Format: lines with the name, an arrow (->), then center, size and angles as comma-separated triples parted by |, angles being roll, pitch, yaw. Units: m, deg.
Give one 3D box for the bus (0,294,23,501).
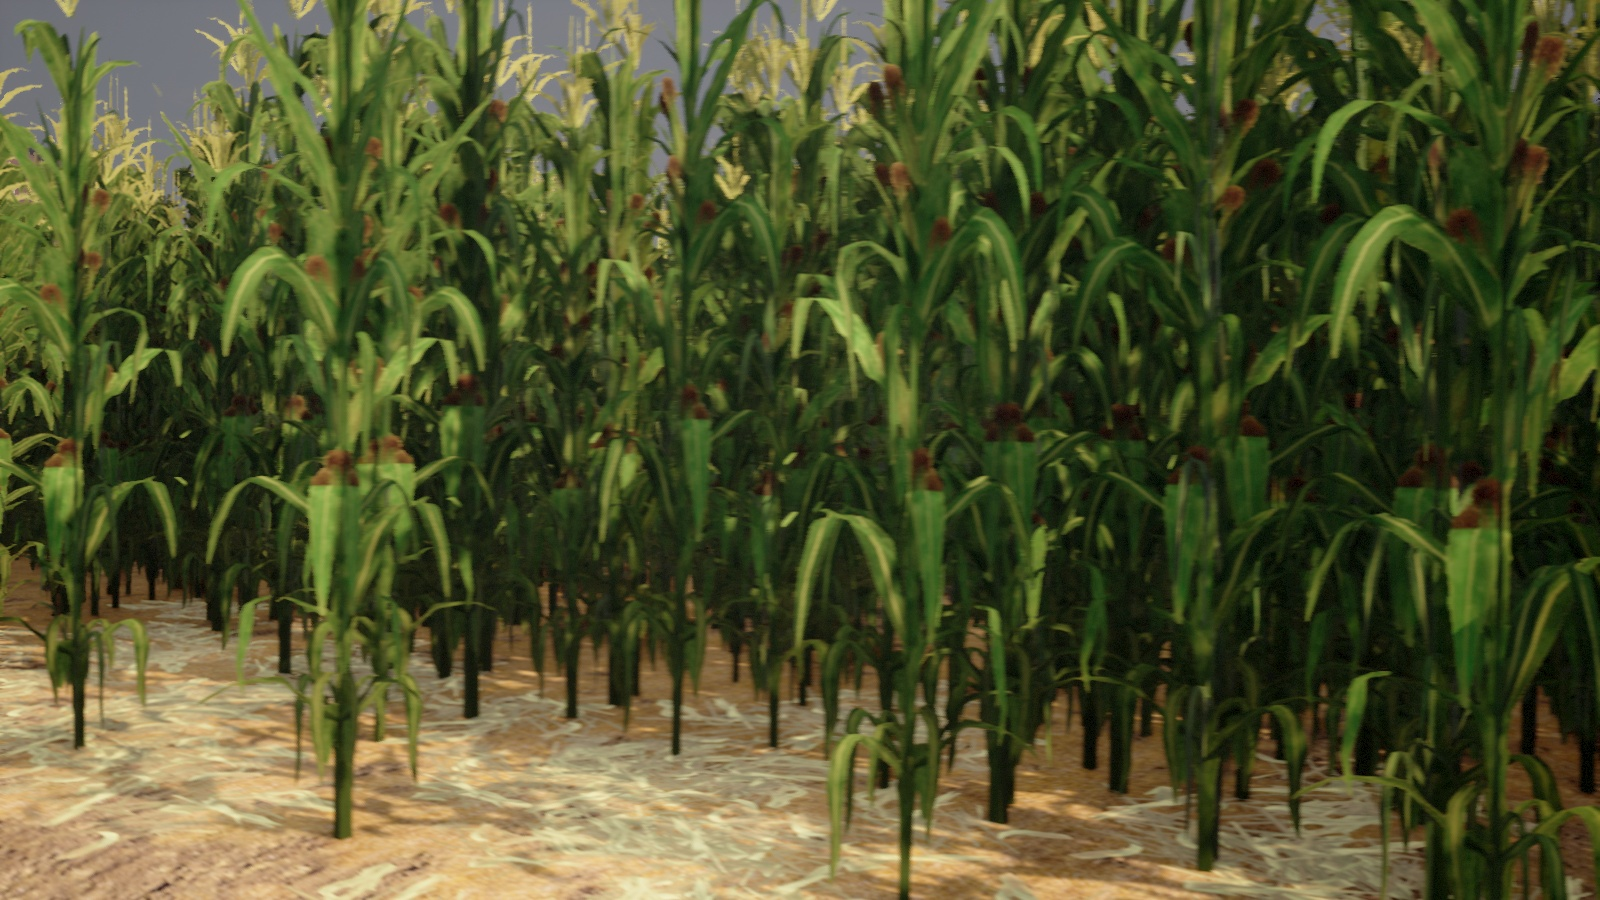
bus -> -20.719, -1.010, 22.994 | 3.944, 4.253, 10.273 | 1, 1, 34
